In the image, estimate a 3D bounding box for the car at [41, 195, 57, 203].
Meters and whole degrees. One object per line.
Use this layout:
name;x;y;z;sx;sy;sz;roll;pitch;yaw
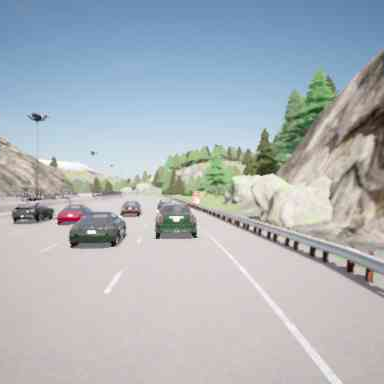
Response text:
car;-31.680;1.469;73.799;2.097;1.767;4.553;0;0;-6

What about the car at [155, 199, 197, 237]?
car;-0.940;1.365;18.211;2.097;1.767;4.553;0;0;-5

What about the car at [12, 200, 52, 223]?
car;-12.262;1.534;25.951;2.128;1.511;4.902;0;0;-6

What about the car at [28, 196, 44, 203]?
car;-35.402;1.694;75.635;1.895;1.301;4.718;0;0;-6

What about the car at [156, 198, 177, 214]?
car;-2.888;1.520;36.924;2.128;1.511;4.902;0;0;-6

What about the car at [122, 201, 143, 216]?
car;-5.979;1.581;33.031;2.033;1.411;5.357;0;0;-6

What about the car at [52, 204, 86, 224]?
car;-8.651;1.598;25.053;1.994;1.385;4.181;0;0;-6

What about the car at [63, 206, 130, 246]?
car;-4.204;1.583;15.351;1.994;1.385;4.181;0;0;-5
